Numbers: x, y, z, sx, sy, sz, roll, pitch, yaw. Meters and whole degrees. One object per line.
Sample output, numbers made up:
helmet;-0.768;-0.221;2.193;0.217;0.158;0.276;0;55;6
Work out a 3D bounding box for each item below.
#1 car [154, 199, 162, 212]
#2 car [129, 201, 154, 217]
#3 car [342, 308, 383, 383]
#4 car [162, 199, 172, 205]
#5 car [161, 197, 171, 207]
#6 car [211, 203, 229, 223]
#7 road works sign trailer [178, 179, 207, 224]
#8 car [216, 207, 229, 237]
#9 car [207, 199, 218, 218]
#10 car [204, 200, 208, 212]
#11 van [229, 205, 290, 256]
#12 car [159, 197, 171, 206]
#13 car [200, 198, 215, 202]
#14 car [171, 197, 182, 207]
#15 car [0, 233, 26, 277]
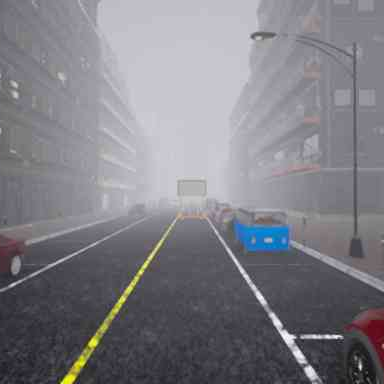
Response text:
car;-5.686;2.006;47.176;1.752;1.417;4.829;0;-1;0
car;-5.687;1.936;36.073;1.947;1.339;4.313;0;-1;0
car;2.692;1.465;2.254;1.967;1.590;4.097;0;-1;0
car;-5.684;2.340;75.528;1.802;1.307;4.206;0;-1;0
car;-5.685;2.088;64.257;1.967;1.590;4.097;0;-1;0
car;2.693;1.800;24.798;1.887;1.381;4.507;0;-1;0
road works sign trailer;0.002;0.748;27.578;2.380;3.560;2.880;0;-1;0
car;2.692;1.764;19.161;1.947;1.339;4.313;0;-1;0
car;2.694;1.753;30.435;1.967;1.590;4.097;0;-1;0
car;2.694;1.920;36.069;2.008;1.369;4.403;0;-1;0
van;2.693;1.482;13.528;1.690;1.788;3.998;0;-1;0
car;-5.683;2.018;69.894;2.192;1.841;5.009;0;-1;0
car;2.696;1.797;47.345;2.192;1.841;5.009;0;-1;0
car;-3.021;2.177;64.592;1.812;1.442;4.674;0;-1;1
car;-5.689;1.628;7.893;1.887;1.381;4.507;0;-1;0
